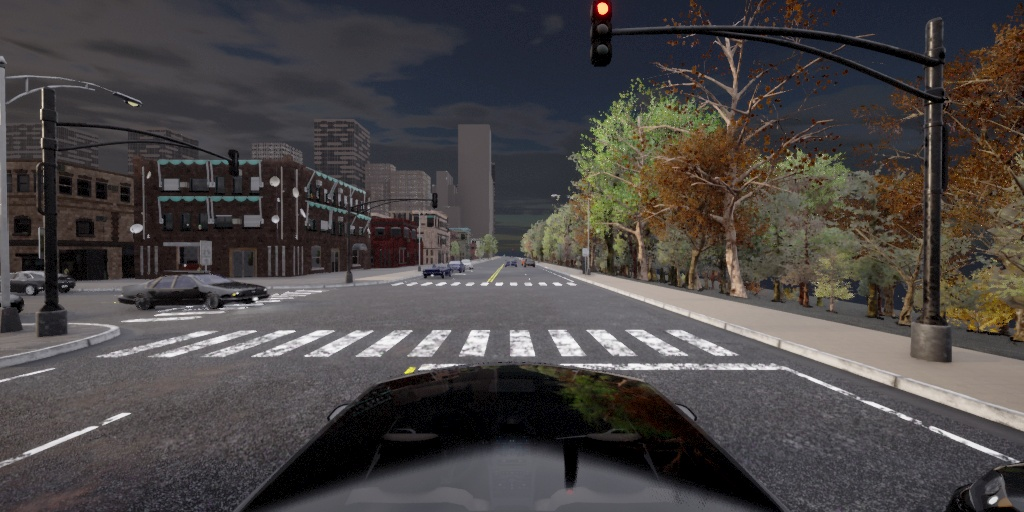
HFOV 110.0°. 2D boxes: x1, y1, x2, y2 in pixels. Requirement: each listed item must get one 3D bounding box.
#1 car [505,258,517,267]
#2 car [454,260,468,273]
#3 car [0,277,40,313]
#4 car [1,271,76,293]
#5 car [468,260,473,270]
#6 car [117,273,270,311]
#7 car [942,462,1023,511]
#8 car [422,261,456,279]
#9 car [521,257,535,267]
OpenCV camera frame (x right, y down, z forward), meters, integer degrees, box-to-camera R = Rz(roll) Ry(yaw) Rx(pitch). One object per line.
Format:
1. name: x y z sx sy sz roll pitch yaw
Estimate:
1. car: -0.194 1.078 64.006 2.097 1.767 4.553 0 0 0
2. car: -6.780 1.261 43.056 1.812 1.442 4.674 0 0 0
3. car: -19.996 1.565 12.507 4.313 1.339 1.948 0 0 0
4. car: -28.369 1.560 20.980 4.403 1.370 2.007 0 0 0
5. car: -6.817 1.257 53.326 1.812 1.442 4.674 0 0 0
6. car: -13.115 1.425 14.865 5.357 1.411 2.033 -1 0 5
7. car: 3.363 1.314 0.183 1.994 1.385 4.181 0 0 -1
8. car: -6.736 1.341 32.885 1.895 1.301 4.718 0 0 2
9. car: 3.062 1.231 63.222 1.837 1.490 4.892 0 0 0
